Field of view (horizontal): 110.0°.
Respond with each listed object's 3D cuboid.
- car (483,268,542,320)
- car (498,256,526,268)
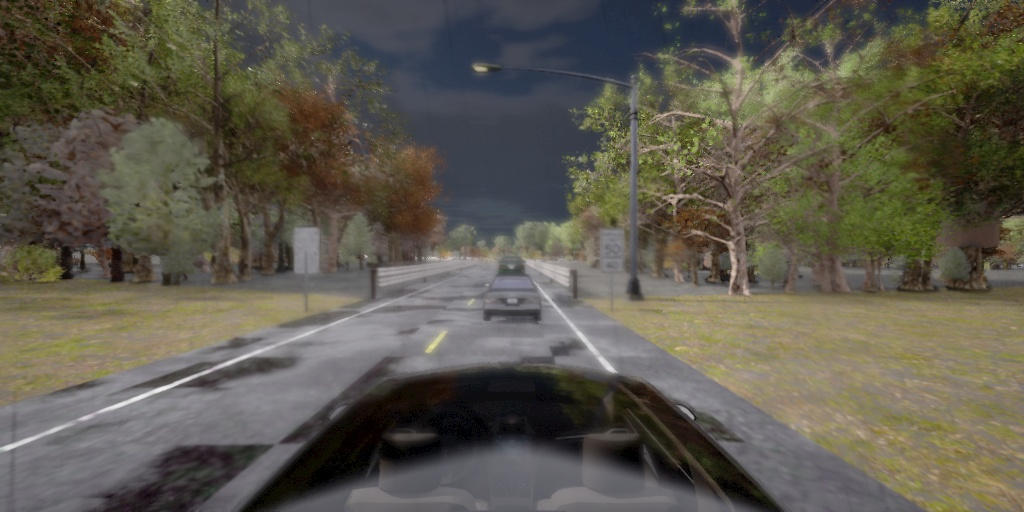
[{"bbox_3d":[0.021,1.304,12.543,2.033,1.411,5.357,0,0,0],"label":"car"},{"bbox_3d":[0.004,0.991,30.193,2.150,2.045,5.566,0,0,0],"label":"car"}]
